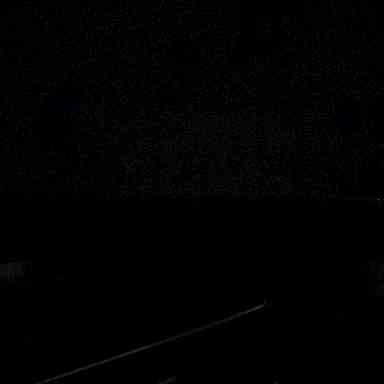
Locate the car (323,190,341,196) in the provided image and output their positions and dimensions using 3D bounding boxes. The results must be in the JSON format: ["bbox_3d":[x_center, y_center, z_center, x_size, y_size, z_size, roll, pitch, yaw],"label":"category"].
[{"bbox_3d":[36.575,0.287,86.995,2.033,1.411,5.357,1,1,-11],"label":"car"}]

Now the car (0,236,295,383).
[{"bbox_3d":[-1.230,1.361,2.716,4.553,1.767,2.097,0,0,-37],"label":"car"}]

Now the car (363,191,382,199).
[{"bbox_3d":[37.647,0.586,69.695,1.882,1.535,5.008,1,1,1],"label":"car"}]
